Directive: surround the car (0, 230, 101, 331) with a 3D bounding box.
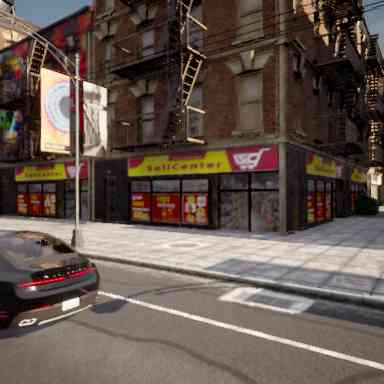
[{"bbox_3d":[-3.937,1.526,6.605,4.892,1.490,1.837,0,0,33],"label":"car"}]
